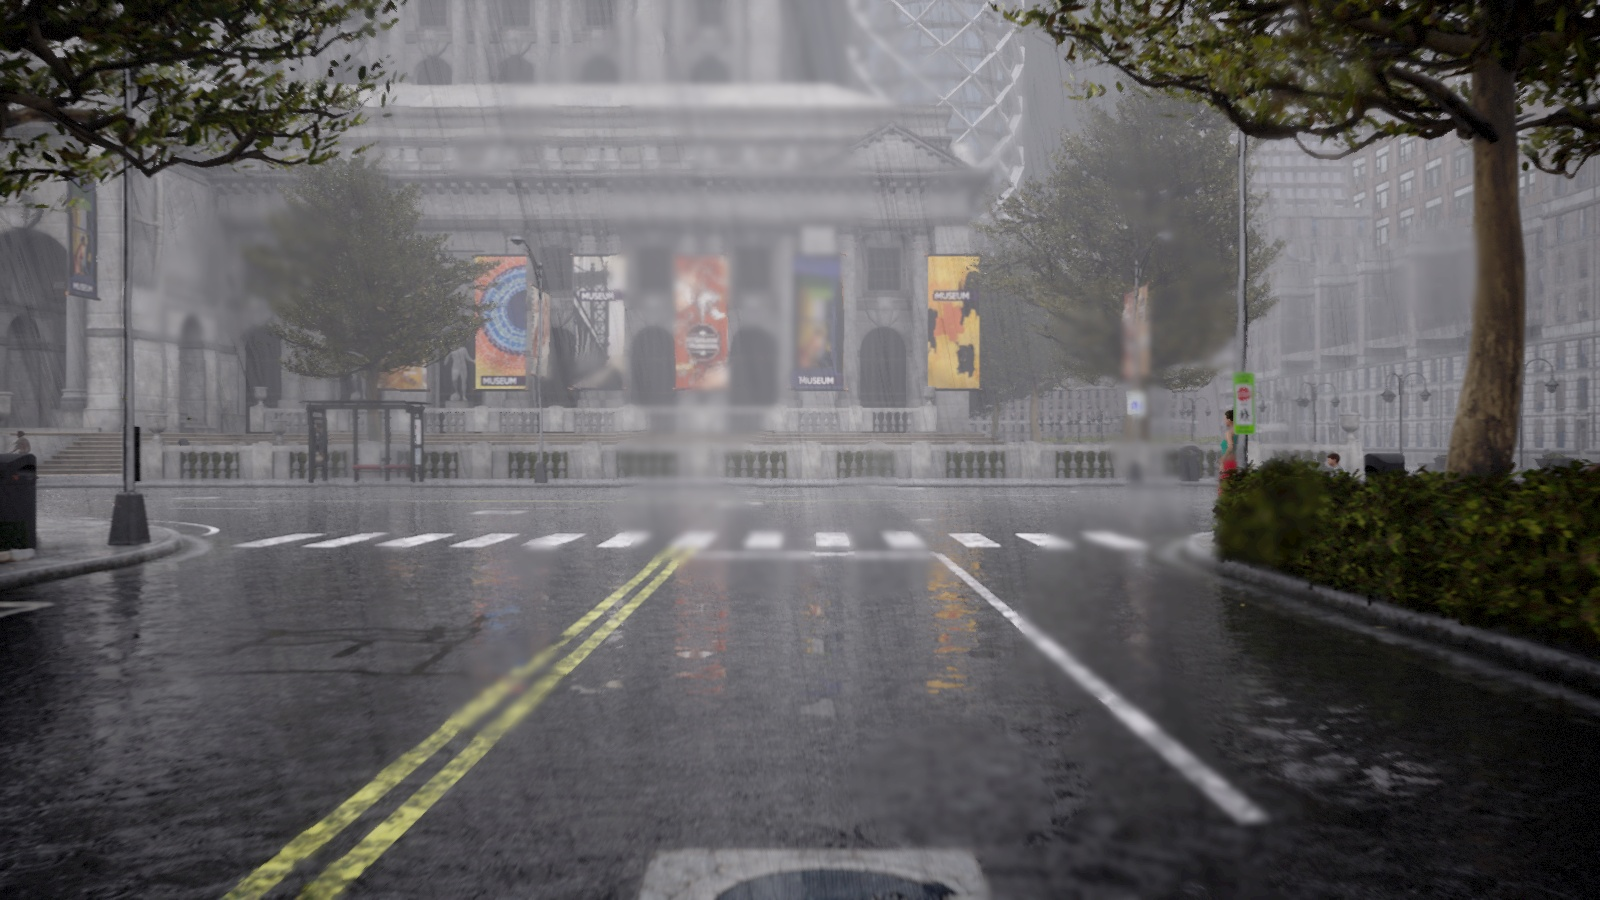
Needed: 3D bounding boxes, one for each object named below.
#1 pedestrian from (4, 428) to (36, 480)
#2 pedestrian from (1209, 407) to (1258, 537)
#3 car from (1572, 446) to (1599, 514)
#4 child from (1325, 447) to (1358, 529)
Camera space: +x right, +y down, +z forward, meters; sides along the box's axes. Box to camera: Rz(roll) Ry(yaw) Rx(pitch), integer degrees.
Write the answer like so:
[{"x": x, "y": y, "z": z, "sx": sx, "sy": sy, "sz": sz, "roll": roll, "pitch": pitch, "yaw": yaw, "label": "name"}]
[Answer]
[{"x": -27.180, "y": 0.135, "z": 43.774, "sx": 0.869, "sy": 1.805, "sz": 0.328, "roll": 0, "pitch": 0, "yaw": -9, "label": "pedestrian"}, {"x": 6.261, "y": 0.314, "z": 18.128, "sx": 0.345, "sy": 1.836, "sz": 0.594, "roll": 0, "pitch": 0, "yaw": -26, "label": "pedestrian"}, {"x": 19.282, "y": 0.637, "z": 26.662, "sx": 4.674, "sy": 1.442, "sz": 1.812, "roll": 0, "pitch": 0, "yaw": 0, "label": "car"}, {"x": 8.400, "y": 0.580, "z": 19.482, "sx": 0.437, "sy": 1.263, "sz": 0.270, "roll": 0, "pitch": 0, "yaw": 18, "label": "child"}]
